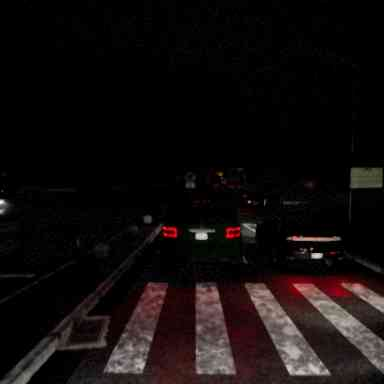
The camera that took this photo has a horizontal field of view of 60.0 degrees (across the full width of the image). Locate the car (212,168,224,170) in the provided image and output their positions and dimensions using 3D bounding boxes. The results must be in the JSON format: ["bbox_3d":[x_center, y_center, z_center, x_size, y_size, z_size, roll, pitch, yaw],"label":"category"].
[{"bbox_3d":[6.976,-4.820,87.858,1.882,1.535,5.008,1,6,10],"label":"car"}]

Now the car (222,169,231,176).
[{"bbox_3d":[8.653,-3.994,79.959,2.128,1.511,4.902,1,6,10],"label":"car"}]

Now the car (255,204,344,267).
[{"bbox_3d":[3.316,1.409,11.101,2.128,1.511,4.902,0,1,1],"label":"car"}]

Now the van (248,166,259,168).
[{"bbox_3d":[14.773,-5.061,87.779,4.442,1.987,1.878,1,6,10],"label":"van"}]

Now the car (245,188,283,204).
[{"bbox_3d":[6.186,0.400,28.695,1.837,1.490,4.892,4,6,40],"label":"car"}]

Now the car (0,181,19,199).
[{"bbox_3d":[-20.288,-0.275,35.441,2.097,1.767,4.553,-1,5,-9],"label":"car"}]

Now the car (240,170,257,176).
[{"bbox_3d":[15.840,-5.347,93.146,4.792,1.488,2.163,1,6,11],"label":"car"}]

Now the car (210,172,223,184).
[{"bbox_3d":[4.571,-2.446,63.876,1.837,1.490,4.892,0,6,1],"label":"car"}]

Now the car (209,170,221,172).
[{"bbox_3d":[5.253,-3.800,77.572,1.882,1.535,5.008,1,6,7],"label":"car"}]

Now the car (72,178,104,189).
[{"bbox_3d":[-15.538,-1.285,50.280,5.008,1.535,1.882,-2,5,-32],"label":"car"}]

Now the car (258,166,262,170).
[{"bbox_3d":[15.399,-5.354,90.440,5.566,2.045,2.435,1,6,11],"label":"car"}]

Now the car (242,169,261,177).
[{"bbox_3d":[13.902,-4.295,82.385,4.892,1.521,2.231,1,6,10],"label":"car"}]

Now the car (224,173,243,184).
[{"bbox_3d":[7.626,-2.223,61.728,1.812,1.442,4.674,0,5,-2],"label":"car"}]

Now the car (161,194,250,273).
[{"bbox_3d":[0.301,1.138,10.664,2.150,2.045,5.566,0,0,2],"label":"car"}]
